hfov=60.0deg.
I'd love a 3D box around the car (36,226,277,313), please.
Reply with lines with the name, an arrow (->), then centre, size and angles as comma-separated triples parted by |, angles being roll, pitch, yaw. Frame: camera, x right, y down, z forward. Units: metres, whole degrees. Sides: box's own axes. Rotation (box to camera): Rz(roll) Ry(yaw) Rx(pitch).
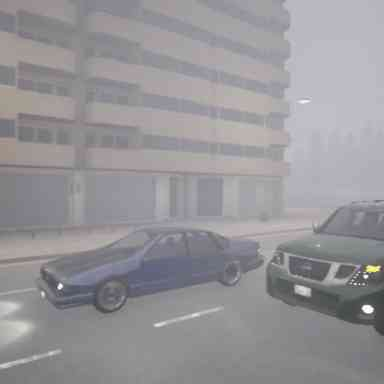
car -> -0.641, 1.544, 7.832 | 5.357, 1.411, 2.033 | 0, 0, -35

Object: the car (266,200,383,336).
car -> 4.031, 1.214, 6.872 | 5.566, 2.045, 2.150 | 0, 0, -35

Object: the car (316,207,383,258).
car -> 7.376, 1.464, 13.516 | 5.008, 1.535, 1.882 | 0, 0, -35
